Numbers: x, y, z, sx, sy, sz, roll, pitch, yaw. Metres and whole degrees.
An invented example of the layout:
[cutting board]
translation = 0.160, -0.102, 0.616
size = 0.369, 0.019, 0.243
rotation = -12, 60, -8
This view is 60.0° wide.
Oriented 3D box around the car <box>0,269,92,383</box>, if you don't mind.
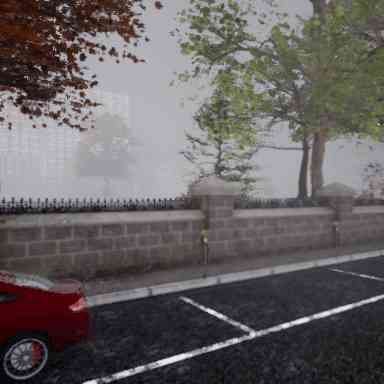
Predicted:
[car]
translation = -3.405, 1.674, 4.077
size = 4.206, 1.307, 1.802
rotation = 1, -1, -33
